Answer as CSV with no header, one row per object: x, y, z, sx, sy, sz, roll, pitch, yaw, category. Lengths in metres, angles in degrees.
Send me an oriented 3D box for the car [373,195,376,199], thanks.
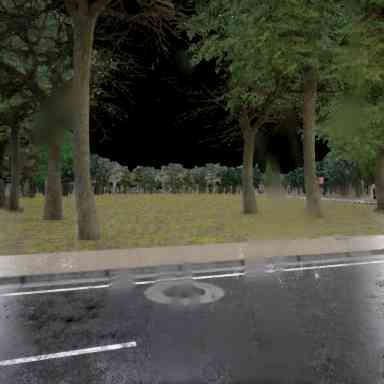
44.754,1.295,79.771,1.895,1.301,4.718,0,0,4,car
